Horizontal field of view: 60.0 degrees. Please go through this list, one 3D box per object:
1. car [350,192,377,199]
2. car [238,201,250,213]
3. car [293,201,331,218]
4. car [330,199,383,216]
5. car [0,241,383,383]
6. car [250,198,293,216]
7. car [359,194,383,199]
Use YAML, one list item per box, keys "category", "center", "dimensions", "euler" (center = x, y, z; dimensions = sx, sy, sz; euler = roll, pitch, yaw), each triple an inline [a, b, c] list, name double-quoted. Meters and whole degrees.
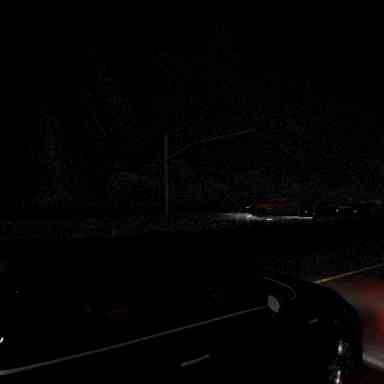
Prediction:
- category: "car"
  center: [24.962, 1.015, 48.110]
  dimensions: [5.566, 2.045, 2.150]
  euler: [0, 0, -36]
- category: "car"
  center: [6.970, 1.431, 34.997]
  dimensions: [4.892, 1.490, 1.837]
  euler: [0, 0, -36]
- category: "car"
  center: [11.331, 1.488, 29.514]
  dimensions: [4.181, 1.385, 1.994]
  euler: [0, 0, -36]
- category: "car"
  center: [13.570, 1.523, 26.814]
  dimensions: [4.718, 1.301, 1.895]
  euler: [0, 0, -36]
- category: "car"
  center: [-0.107, 1.351, 3.668]
  dimensions: [4.553, 1.767, 2.097]
  euler: [0, 0, -36]
- category: "car"
  center: [8.177, 1.410, 31.547]
  dimensions: [5.008, 1.535, 1.882]
  euler: [0, 0, -36]
- category: "car"
  center: [24.043, 1.342, 43.093]
  dimensions: [4.674, 1.442, 1.812]
  euler: [0, 0, -36]
